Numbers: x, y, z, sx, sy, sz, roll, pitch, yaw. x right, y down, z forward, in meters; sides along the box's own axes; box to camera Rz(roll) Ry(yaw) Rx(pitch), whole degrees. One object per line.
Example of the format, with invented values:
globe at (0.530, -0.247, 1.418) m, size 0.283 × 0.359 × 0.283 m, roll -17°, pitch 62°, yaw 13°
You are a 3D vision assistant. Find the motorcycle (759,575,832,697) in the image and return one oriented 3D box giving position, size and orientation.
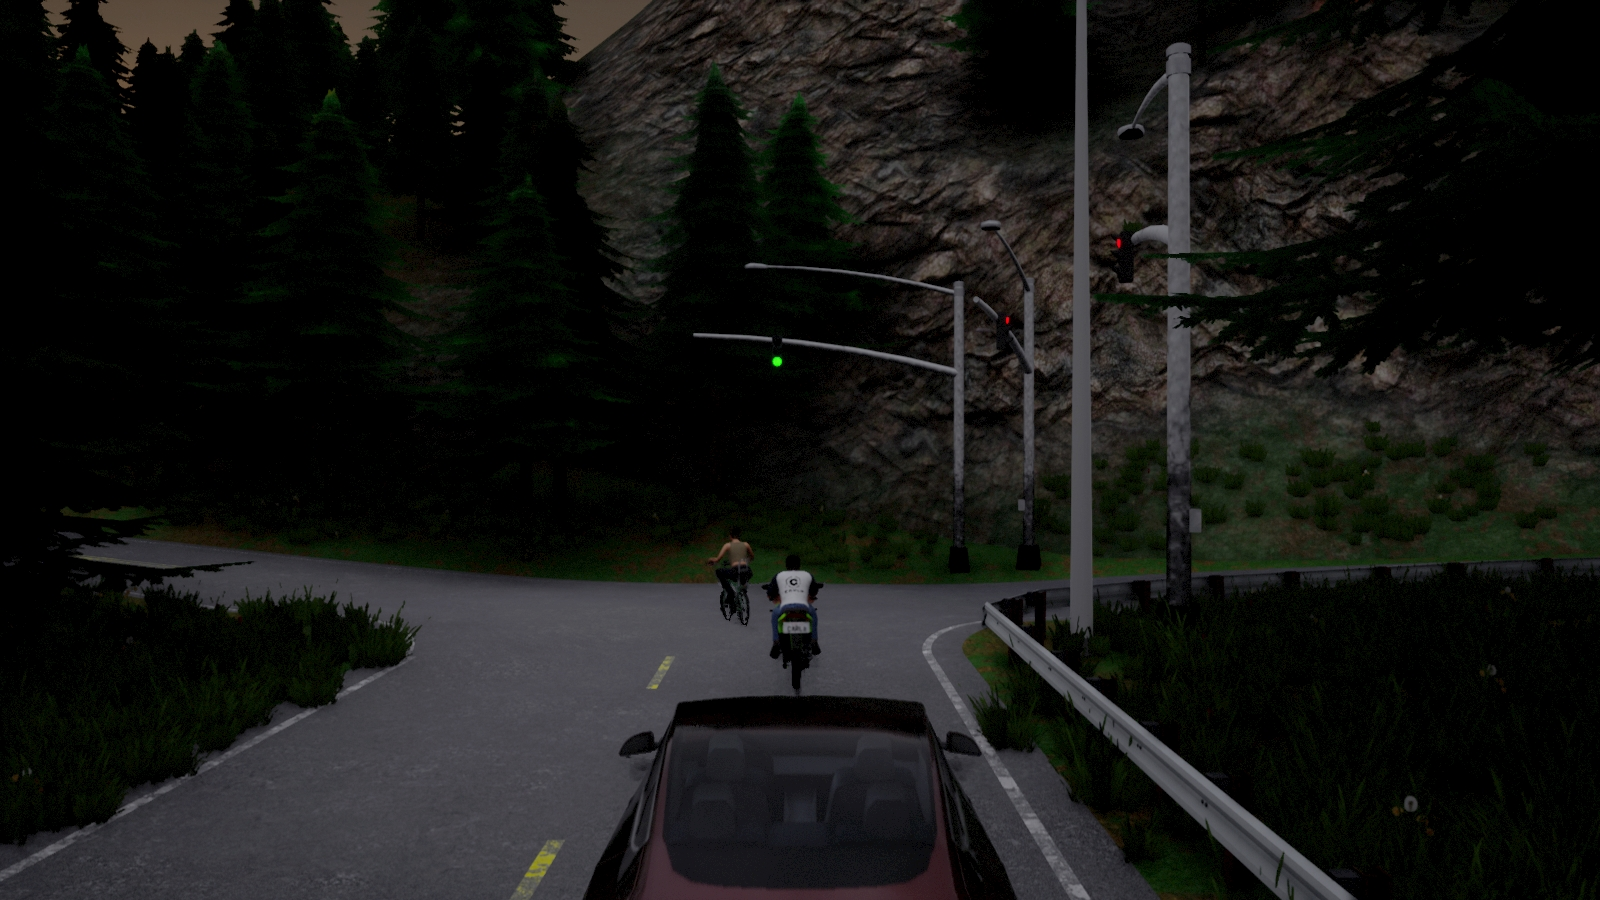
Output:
motorcycle at (-0.079, 2.214, 13.923) m, size 0.803 × 1.145 × 2.033 m, roll -1°, pitch 0°, yaw -2°

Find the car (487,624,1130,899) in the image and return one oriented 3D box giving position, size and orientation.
car at (0.030, 2.063, 6.236) m, size 2.163 × 1.488 × 4.792 m, roll 0°, pitch 0°, yaw 0°
